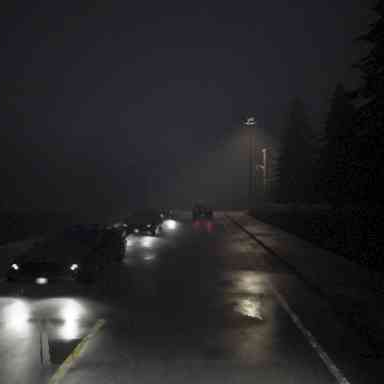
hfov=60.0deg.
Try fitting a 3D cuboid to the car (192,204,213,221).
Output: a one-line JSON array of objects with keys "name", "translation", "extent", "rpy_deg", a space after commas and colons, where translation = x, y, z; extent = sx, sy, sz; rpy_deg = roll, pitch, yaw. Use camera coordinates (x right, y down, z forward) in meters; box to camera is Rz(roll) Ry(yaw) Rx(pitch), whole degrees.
[{"name": "car", "translation": [0.990, 1.842, 31.260], "extent": [2.128, 1.511, 4.902], "rpy_deg": [0, -1, 2]}]

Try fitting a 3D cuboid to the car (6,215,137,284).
[{"name": "car", "translation": [-3.337, 1.661, 10.219], "extent": [2.033, 1.411, 5.357], "rpy_deg": [0, -1, 2]}]

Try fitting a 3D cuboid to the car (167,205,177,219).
[{"name": "car", "translation": [-2.588, 1.973, 33.364], "extent": [1.895, 1.301, 4.718], "rpy_deg": [0, -1, 2]}]

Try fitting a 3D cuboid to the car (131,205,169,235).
[{"name": "car", "translation": [-2.953, 1.780, 20.972], "extent": [2.033, 1.411, 5.357], "rpy_deg": [0, -1, 2]}]
